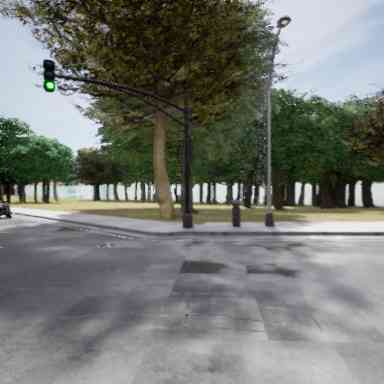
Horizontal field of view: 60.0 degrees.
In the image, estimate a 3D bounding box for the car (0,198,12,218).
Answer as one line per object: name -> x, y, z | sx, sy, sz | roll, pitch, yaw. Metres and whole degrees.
car -> -17.034, 1.324, 28.429 | 2.097, 1.767, 4.553 | -2, 1, -41
